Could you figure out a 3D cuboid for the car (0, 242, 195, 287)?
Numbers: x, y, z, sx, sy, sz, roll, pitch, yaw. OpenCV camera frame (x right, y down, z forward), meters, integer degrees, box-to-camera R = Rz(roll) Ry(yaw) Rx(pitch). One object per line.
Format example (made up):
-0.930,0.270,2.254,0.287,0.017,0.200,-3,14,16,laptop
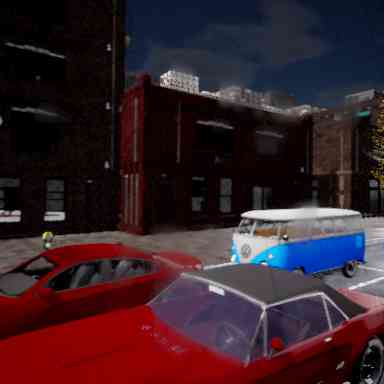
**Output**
-1.839,1.543,5.230,4.507,1.381,1.887,0,1,-35,car

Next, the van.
2.793,1.333,8.529,3.998,1.788,1.690,0,1,-35,van

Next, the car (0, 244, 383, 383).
0.372,1.598,3.637,4.718,1.301,1.895,0,0,-35,car
